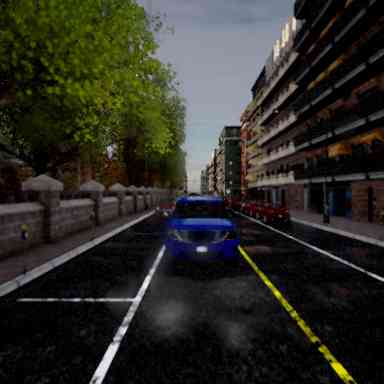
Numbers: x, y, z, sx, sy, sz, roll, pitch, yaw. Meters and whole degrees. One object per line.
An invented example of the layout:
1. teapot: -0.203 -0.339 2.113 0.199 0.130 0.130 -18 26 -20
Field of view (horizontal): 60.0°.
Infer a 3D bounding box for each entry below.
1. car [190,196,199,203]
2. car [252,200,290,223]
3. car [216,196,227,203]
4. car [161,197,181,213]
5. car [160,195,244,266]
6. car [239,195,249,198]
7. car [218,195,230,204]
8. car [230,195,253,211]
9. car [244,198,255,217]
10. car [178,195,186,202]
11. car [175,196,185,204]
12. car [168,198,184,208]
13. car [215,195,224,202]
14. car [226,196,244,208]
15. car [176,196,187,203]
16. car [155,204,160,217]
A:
1. car: 0.490 1.496 67.649 1.837 1.490 4.892 0 0 0
2. car: 6.097 1.531 25.211 1.887 1.381 4.507 0 0 0
3. car: 6.185 1.558 70.253 1.947 1.339 4.313 0 0 0
4. car: -2.262 1.424 36.486 1.967 1.590 4.097 0 0 0
5. car: 0.284 1.213 11.863 2.150 2.045 5.566 0 0 0
6. car: 6.119 1.425 36.471 1.967 1.590 4.097 0 0 0
7. car: 6.173 1.429 64.622 1.967 1.590 4.097 0 0 0
8. car: 6.129 1.300 42.101 2.192 1.841 5.009 0 0 0
9. car: 6.108 1.530 30.841 1.887 1.381 4.507 0 0 0
10. car: -2.185 1.520 75.729 1.752 1.417 4.829 0 0 0
11. car: -2.207 1.513 64.468 1.752 1.417 4.829 0 0 0
12. car: -2.239 1.534 47.747 2.008 1.369 4.403 0 0 0
13. car: 6.196 1.522 76.054 1.752 1.417 4.829 0 0 0
14. car: 6.141 1.425 47.732 1.967 1.590 4.097 0 0 0
15. car: -2.195 1.541 70.268 2.008 1.369 4.403 0 0 0
16. car: -2.273 1.424 30.858 1.967 1.590 4.097 0 0 0
